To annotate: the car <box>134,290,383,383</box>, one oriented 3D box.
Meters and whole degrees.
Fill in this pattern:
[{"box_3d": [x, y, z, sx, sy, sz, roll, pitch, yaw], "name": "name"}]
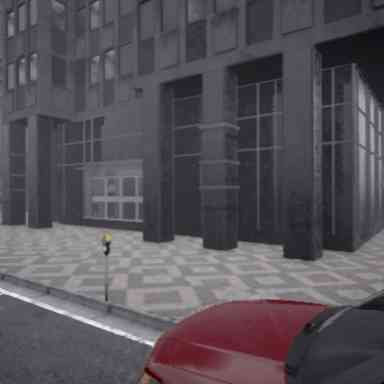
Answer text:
[{"box_3d": [1.883, 1.315, 1.624, 5.009, 1.841, 2.192, 0, 0, 36], "name": "car"}]
